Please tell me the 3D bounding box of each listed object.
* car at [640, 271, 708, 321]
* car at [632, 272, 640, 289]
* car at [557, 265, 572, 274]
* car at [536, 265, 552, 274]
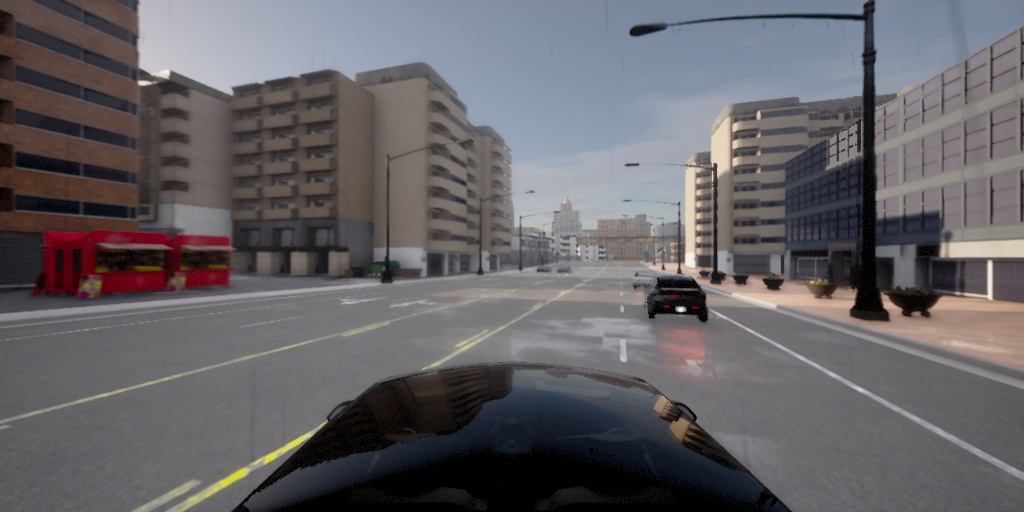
[{"bbox_3d":[6.048,1.464,13.630,1.837,1.490,4.892,0,-1,17],"label":"car"},{"bbox_3d":[10.185,1.816,27.386,1.895,1.301,4.718,0,-1,17],"label":"car"},{"bbox_3d":[8.691,2.205,59.099,2.033,1.411,5.357,0,0,17],"label":"car"},{"bbox_3d":[5.379,2.215,60.252,1.994,1.385,4.181,0,0,17],"label":"car"}]
